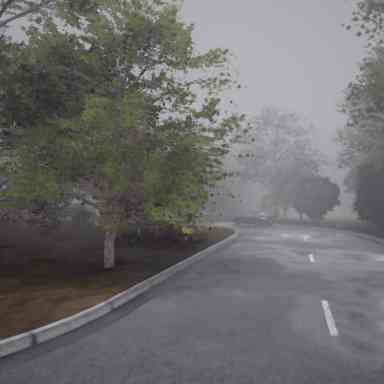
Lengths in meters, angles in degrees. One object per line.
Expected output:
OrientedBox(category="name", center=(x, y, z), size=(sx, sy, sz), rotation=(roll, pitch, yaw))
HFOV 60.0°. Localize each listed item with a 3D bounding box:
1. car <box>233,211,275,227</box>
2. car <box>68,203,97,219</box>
OrientedBox(category="car", center=(6.120, 2.649, 33.029), size=(1.812, 1.442, 4.674), rotation=(3, -3, -33))
OrientedBox(category="car", center=(-15.009, 2.486, 43.549), size=(5.566, 2.045, 2.150), rotation=(-1, -3, 30))
